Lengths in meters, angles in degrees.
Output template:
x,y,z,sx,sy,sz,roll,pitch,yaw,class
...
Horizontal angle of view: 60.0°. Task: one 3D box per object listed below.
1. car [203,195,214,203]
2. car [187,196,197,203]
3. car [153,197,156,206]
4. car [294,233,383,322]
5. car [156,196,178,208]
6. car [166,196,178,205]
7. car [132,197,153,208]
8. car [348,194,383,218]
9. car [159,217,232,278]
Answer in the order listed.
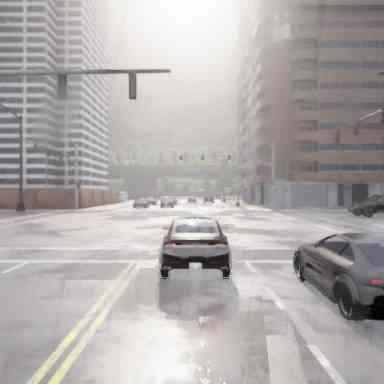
x,y,z,sx,sy,sz,roll,pitch,yaw,class
3.500,1.363,70.472,2.097,1.767,4.553,0,0,0,car
0.001,1.552,68.931,2.033,1.411,5.357,0,0,0,car
-7.055,1.533,56.861,1.812,1.442,4.674,0,0,1,car
3.652,1.565,7.212,1.994,1.385,4.181,0,0,1,car
-3.589,1.498,48.738,2.128,1.511,4.902,0,0,0,car
-3.545,1.512,58.676,1.837,1.490,4.892,0,0,0,car
-7.096,1.532,46.948,1.812,1.442,4.674,0,0,1,car
17.197,1.224,30.136,5.566,2.045,2.150,0,0,0,car
0.090,1.493,10.116,2.128,1.511,4.902,0,0,0,car
